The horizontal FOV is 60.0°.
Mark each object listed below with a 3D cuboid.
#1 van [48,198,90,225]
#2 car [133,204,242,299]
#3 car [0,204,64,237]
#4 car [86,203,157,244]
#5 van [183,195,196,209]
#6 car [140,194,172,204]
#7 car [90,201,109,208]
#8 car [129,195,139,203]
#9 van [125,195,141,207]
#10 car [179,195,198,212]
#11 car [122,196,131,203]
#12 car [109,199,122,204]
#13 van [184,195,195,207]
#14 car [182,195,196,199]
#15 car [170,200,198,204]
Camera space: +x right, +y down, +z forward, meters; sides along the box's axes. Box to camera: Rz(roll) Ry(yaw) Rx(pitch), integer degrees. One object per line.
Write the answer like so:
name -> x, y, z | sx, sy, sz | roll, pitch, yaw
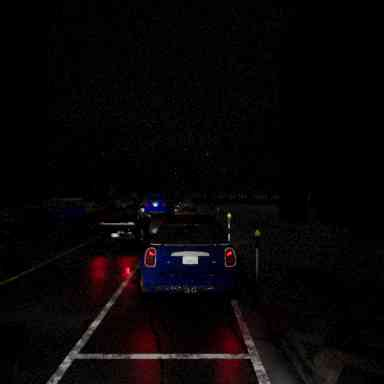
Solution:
van -> -8.909, 1.344, 23.573 | 1.690, 1.788, 3.998 | 0, 0, 0
car -> -0.032, 1.353, 8.620 | 2.097, 1.767, 4.553 | 0, 0, 0
car -> -8.909, 1.567, 18.136 | 1.947, 1.339, 4.313 | 0, 0, 0
car -> -3.046, 1.493, 15.647 | 2.128, 1.511, 4.902 | 0, 0, 0
van -> -0.384, 1.353, 45.324 | 1.690, 1.788, 3.998 | 0, 0, 0
car -> -3.144, 1.223, 30.992 | 2.150, 2.045, 5.566 | 0, -1, 0
car -> -8.909, 1.530, 28.841 | 1.752, 1.417, 4.829 | 0, 0, 0
car -> -8.910, 1.452, 45.324 | 1.967, 1.590, 4.097 | 0, 0, 0
van -> -8.910, 1.356, 50.762 | 1.690, 1.788, 3.998 | 0, 0, 0
car -> -0.384, 1.324, 39.886 | 2.192, 1.841, 5.009 | 0, 0, 0
car -> -8.909, 1.534, 39.716 | 1.752, 1.417, 4.829 | 0, 0, 0
car -> -8.909, 1.572, 34.448 | 1.947, 1.339, 4.313 | 0, 0, 0
van -> -0.384, 1.356, 50.761 | 1.690, 1.788, 3.998 | 0, 0, 0
car -> -0.384, 1.447, 34.448 | 1.967, 1.590, 4.097 | 0, 0, 0
car -> -0.384, 1.528, 23.743 | 1.752, 1.417, 4.829 | 0, 0, 0
